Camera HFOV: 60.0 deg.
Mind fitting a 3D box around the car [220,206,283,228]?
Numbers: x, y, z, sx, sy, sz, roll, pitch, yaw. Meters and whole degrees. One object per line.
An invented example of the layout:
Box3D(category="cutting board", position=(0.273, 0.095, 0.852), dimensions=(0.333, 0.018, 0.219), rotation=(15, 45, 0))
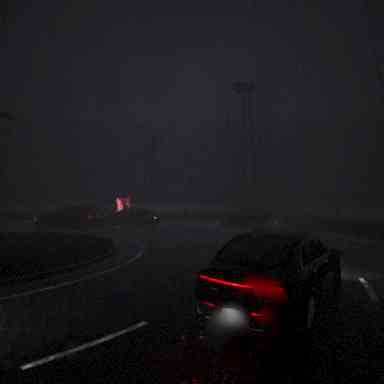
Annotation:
Box3D(category="car", position=(3.802, 1.685, 21.924), dimensions=(1.837, 1.490, 4.892), rotation=(2, -2, -31))

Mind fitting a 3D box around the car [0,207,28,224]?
Box3D(category="car", position=(-14.609, 1.978, 28.711), dimensions=(4.718, 1.301, 1.895), rotation=(0, -1, -14))

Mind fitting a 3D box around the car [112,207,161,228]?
Box3D(category="car", position=(-4.399, 1.828, 24.541), dimensions=(4.181, 1.385, 1.994), rotation=(-1, -1, 28))

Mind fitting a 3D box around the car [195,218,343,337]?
Box3D(category="car", position=(1.849, 1.560, 6.947), dimensions=(1.837, 1.490, 4.892), rotation=(1, 0, 31))

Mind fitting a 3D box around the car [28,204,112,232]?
Box3D(category="car", position=(-8.061, 1.620, 22.055), dimensions=(4.553, 1.767, 2.097), rotation=(-1, 0, 18))
